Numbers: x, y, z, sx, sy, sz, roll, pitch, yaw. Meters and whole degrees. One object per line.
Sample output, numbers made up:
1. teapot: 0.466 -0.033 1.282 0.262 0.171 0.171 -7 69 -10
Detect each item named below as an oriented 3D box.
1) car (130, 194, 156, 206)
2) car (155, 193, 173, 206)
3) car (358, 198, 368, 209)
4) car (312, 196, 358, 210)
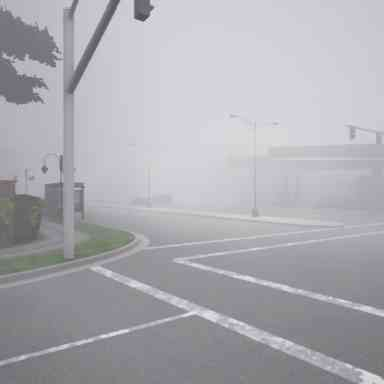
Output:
1. car: -8.092 1.475 52.865 1.882 1.535 5.008 0 0 -35
2. car: -5.244 1.218 54.899 2.150 2.045 5.566 0 0 -35
3. car: 21.156 1.450 44.167 1.970 1.475 3.806 0 0 -35
4. car: 16.890 1.290 40.244 2.242 1.667 4.611 0 0 -35
